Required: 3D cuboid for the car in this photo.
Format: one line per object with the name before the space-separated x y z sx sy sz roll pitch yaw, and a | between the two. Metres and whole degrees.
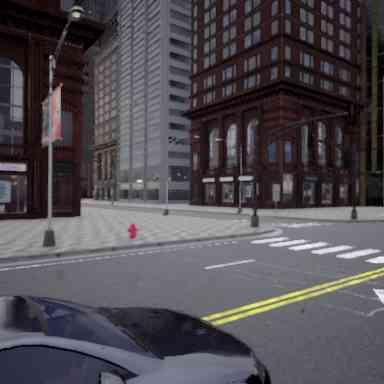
car | -1.312 1.564 2.505 4.181 1.385 1.994 0 0 -35
